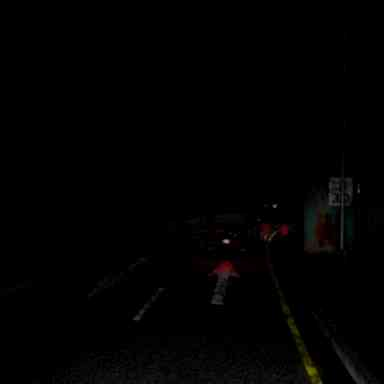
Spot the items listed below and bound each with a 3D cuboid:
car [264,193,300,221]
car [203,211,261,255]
[{"bbox_3d":[7.678,1.111,26.367,2.150,2.045,5.566,1,1,38],"label":"car"},{"bbox_3d":[1.774,1.523,13.888,1.882,1.535,5.008,0,1,14],"label":"car"}]
